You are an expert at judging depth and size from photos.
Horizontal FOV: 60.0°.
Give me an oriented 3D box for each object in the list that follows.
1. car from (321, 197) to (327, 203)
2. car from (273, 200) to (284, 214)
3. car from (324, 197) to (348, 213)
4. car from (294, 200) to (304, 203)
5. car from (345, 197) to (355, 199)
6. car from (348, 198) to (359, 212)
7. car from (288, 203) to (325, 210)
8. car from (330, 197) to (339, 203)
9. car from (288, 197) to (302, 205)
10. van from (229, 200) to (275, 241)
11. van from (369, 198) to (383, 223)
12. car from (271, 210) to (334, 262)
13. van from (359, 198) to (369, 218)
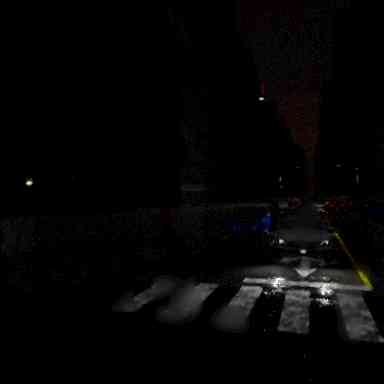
[{"bbox_3d":[21.128,1.841,50.752,2.033,1.411,5.357,-1,-1,20],"label":"car"},{"bbox_3d":[5.051,1.513,22.867,2.192,1.841,5.009,-1,-1,20],"label":"car"},{"bbox_3d":[17.729,1.749,41.084,1.812,1.442,4.674,-1,-1,20],"label":"car"},{"bbox_3d":[11.225,1.762,32.212,2.033,1.411,5.357,-1,-1,20],"label":"car"},{"bbox_3d":[22.627,1.801,46.735,1.802,1.307,4.206,-1,-1,20],"label":"car"},{"bbox_3d":[20.718,1.762,41.388,1.802,1.307,4.206,-1,-1,20],"label":"car"},{"bbox_3d":[7.716,1.676,22.405,1.812,1.442,4.674,-1,-1,20],"label":"car"},{"bbox_3d":[36.046,2.015,84.325,1.752,1.417,4.829,-1,-1,20],"label":"car"},{"bbox_3d":[18.416,2.009,60.292,2.008,1.369,4.403,-1,-1,20],"label":"car"},{"bbox_3d":[3.142,1.505,17.520,1.690,1.788,3.998,-1,-1,20],"label":"van"},{"bbox_3d":[14.988,1.411,25.351,1.690,1.788,3.998,-1,-1,20],"label":"van"},{"bbox_3d":[4.277,1.613,12.744,1.812,1.442,4.674,-1,-1,19],"label":"car"},{"bbox_3d":[16.897,1.446,30.698,1.690,1.788,3.998,-1,-1,20],"label":"van"}]
